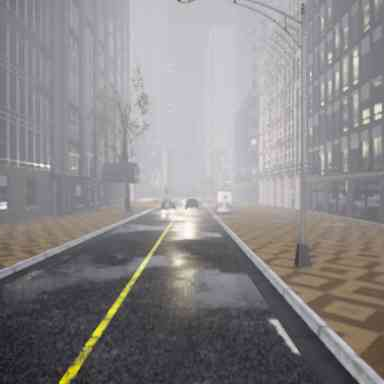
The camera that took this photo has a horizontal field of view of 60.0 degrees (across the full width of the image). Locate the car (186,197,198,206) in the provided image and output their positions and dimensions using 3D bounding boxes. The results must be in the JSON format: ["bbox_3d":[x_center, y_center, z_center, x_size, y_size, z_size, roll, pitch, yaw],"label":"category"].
[{"bbox_3d":[0.014,1.556,55.558,1.812,1.442,4.674,0,0,0],"label":"car"}]

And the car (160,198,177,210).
[{"bbox_3d":[-3.062,1.510,43.833,2.128,1.511,4.902,0,0,0],"label":"car"}]

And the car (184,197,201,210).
[{"bbox_3d":[0.026,1.522,43.286,1.837,1.490,4.892,0,0,0],"label":"car"}]

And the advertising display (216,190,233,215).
[{"bbox_3d":[3.154,1.032,32.301,1.540,2.440,0.280,1,1,0],"label":"advertising display"}]
